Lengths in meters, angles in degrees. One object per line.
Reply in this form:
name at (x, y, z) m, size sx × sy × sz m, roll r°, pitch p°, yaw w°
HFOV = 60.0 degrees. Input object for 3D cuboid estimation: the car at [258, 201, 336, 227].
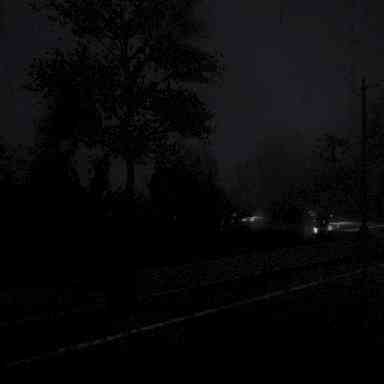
car at (7.295, 1.426, 23.618) m, size 2.097 × 1.767 × 4.553 m, roll 0°, pitch -1°, yaw -38°

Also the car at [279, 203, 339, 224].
car at (9.312, 1.651, 26.741) m, size 1.994 × 1.385 × 4.181 m, roll 0°, pitch -1°, yaw -39°

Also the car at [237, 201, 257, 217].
car at (3.923, 1.769, 33.194) m, size 1.994 × 1.385 × 4.181 m, roll 0°, pitch -1°, yaw -41°
